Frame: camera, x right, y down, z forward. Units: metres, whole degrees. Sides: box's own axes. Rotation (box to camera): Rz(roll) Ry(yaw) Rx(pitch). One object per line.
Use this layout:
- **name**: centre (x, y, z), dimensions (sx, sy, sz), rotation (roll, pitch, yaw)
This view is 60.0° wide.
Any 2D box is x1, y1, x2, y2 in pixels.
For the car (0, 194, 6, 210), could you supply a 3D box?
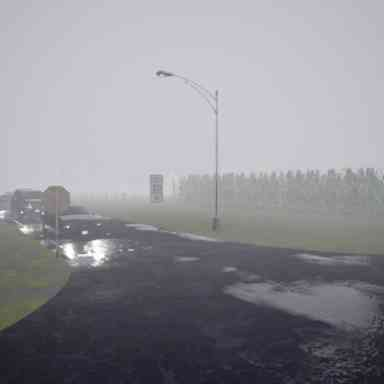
- **car**: centre (-18.761, 1.038, 34.120), dimensions (1.812, 1.442, 4.674), rotation (-1, 1, -36)

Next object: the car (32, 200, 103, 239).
- **car**: centre (-6.221, 1.348, 16.649), dimensions (2.033, 1.411, 5.357), rotation (-1, 1, -36)

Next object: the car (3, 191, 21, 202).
- **car**: centre (-28.853, 0.655, 53.184), dimensions (1.882, 1.535, 5.008), rotation (-1, 1, -36)

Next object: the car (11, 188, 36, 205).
- **car**: centre (-22.590, 0.547, 44.467), dimensions (2.150, 2.045, 5.566), rotation (-1, 1, -36)

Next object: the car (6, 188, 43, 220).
- **car**: centre (-12.093, 0.889, 24.817), dimensions (2.150, 2.045, 5.566), rotation (-1, 1, -35)
